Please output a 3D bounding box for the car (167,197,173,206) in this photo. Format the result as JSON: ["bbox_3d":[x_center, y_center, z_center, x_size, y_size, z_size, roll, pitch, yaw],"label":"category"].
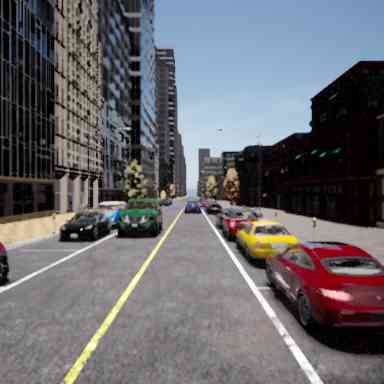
[{"bbox_3d":[-5.674,2.283,68.928,1.947,1.339,4.313,-1,-1,0],"label":"car"}]

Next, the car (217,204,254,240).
[{"bbox_3d":[2.684,1.627,18.077,1.967,1.590,4.097,-1,-1,0],"label":"car"}]

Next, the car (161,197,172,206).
[{"bbox_3d":[-5.675,2.092,74.574,2.192,1.841,5.009,-1,-1,0],"label":"car"}]

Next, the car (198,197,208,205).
[{"bbox_3d":[2.706,2.150,80.158,2.192,1.841,5.009,-1,-1,0],"label":"car"}]

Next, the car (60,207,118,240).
[{"bbox_3d":[-5.661,1.754,18.134,1.947,1.339,4.313,-1,-1,0],"label":"car"}]

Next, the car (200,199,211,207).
[{"bbox_3d":[2.706,2.267,68.869,2.008,1.369,4.403,-1,-1,0],"label":"car"}]

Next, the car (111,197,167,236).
[{"bbox_3d":[-2.992,1.426,20.143,2.150,2.045,5.566,0,-1,0],"label":"car"}]

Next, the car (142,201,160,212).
[{"bbox_3d":[-5.683,2.047,46.353,1.947,1.339,4.313,-1,-1,0],"label":"car"}]

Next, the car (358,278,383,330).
[{"bbox_3d":[2.679,1.558,1.145,1.887,1.381,4.507,-1,-1,0],"label":"car"}]

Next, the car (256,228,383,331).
[{"bbox_3d":[2.682,1.653,6.788,1.802,1.307,4.206,-1,-1,0],"label":"car"}]

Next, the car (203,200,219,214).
[{"bbox_3d":[2.695,1.987,40.650,1.947,1.339,4.313,-1,-1,0],"label":"car"}]

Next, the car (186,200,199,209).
[{"bbox_3d":[0.122,2.086,57.322,2.128,1.511,4.902,0,-1,0],"label":"car"}]

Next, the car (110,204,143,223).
[{"bbox_3d":[-5.673,1.856,29.422,2.008,1.369,4.403,-1,-1,0],"label":"car"}]

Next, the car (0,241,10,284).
[{"bbox_3d":[-5.667,1.512,6.848,1.967,1.590,4.097,-1,-1,0],"label":"car"}]

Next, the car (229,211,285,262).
[{"bbox_3d":[2.684,1.656,12.602,1.752,1.417,4.829,-1,-1,0],"label":"car"}]

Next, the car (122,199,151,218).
[{"bbox_3d":[-5.700,1.679,35.068,2.192,1.841,5.009,-1,-1,0],"label":"car"}]

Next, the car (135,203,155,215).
[{"bbox_3d":[-5.688,2.004,40.709,1.802,1.307,4.206,-1,-1,0],"label":"car"}]

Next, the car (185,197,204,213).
[{"bbox_3d":[0.119,1.812,44.386,2.097,1.767,4.553,0,-1,0],"label":"car"}]

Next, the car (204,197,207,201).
[{"bbox_3d":[2.695,1.920,46.295,1.967,1.590,4.097,-1,-1,0],"label":"car"}]

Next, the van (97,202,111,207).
[{"bbox_3d":[-5.666,1.588,23.780,1.690,1.788,3.998,-1,-1,0],"label":"van"}]

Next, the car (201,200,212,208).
[{"bbox_3d":[2.703,2.201,63.226,1.887,1.381,4.507,-1,-1,0],"label":"car"}]

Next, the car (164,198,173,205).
[{"bbox_3d":[-5.671,2.276,80.216,1.967,1.590,4.097,-1,-1,0],"label":"car"}]

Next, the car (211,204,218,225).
[{"bbox_3d":[2.688,1.811,23.719,1.947,1.339,4.313,-1,-1,0],"label":"car"}]
